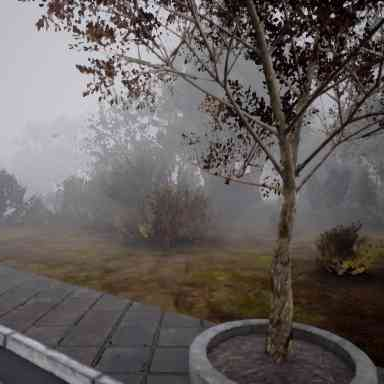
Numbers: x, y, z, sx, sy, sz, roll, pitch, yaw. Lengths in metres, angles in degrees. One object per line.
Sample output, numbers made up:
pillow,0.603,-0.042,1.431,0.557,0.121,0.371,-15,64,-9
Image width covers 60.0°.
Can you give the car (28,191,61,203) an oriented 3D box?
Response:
car,-18.139,0.936,42.356,2.150,2.045,5.566,1,1,32
